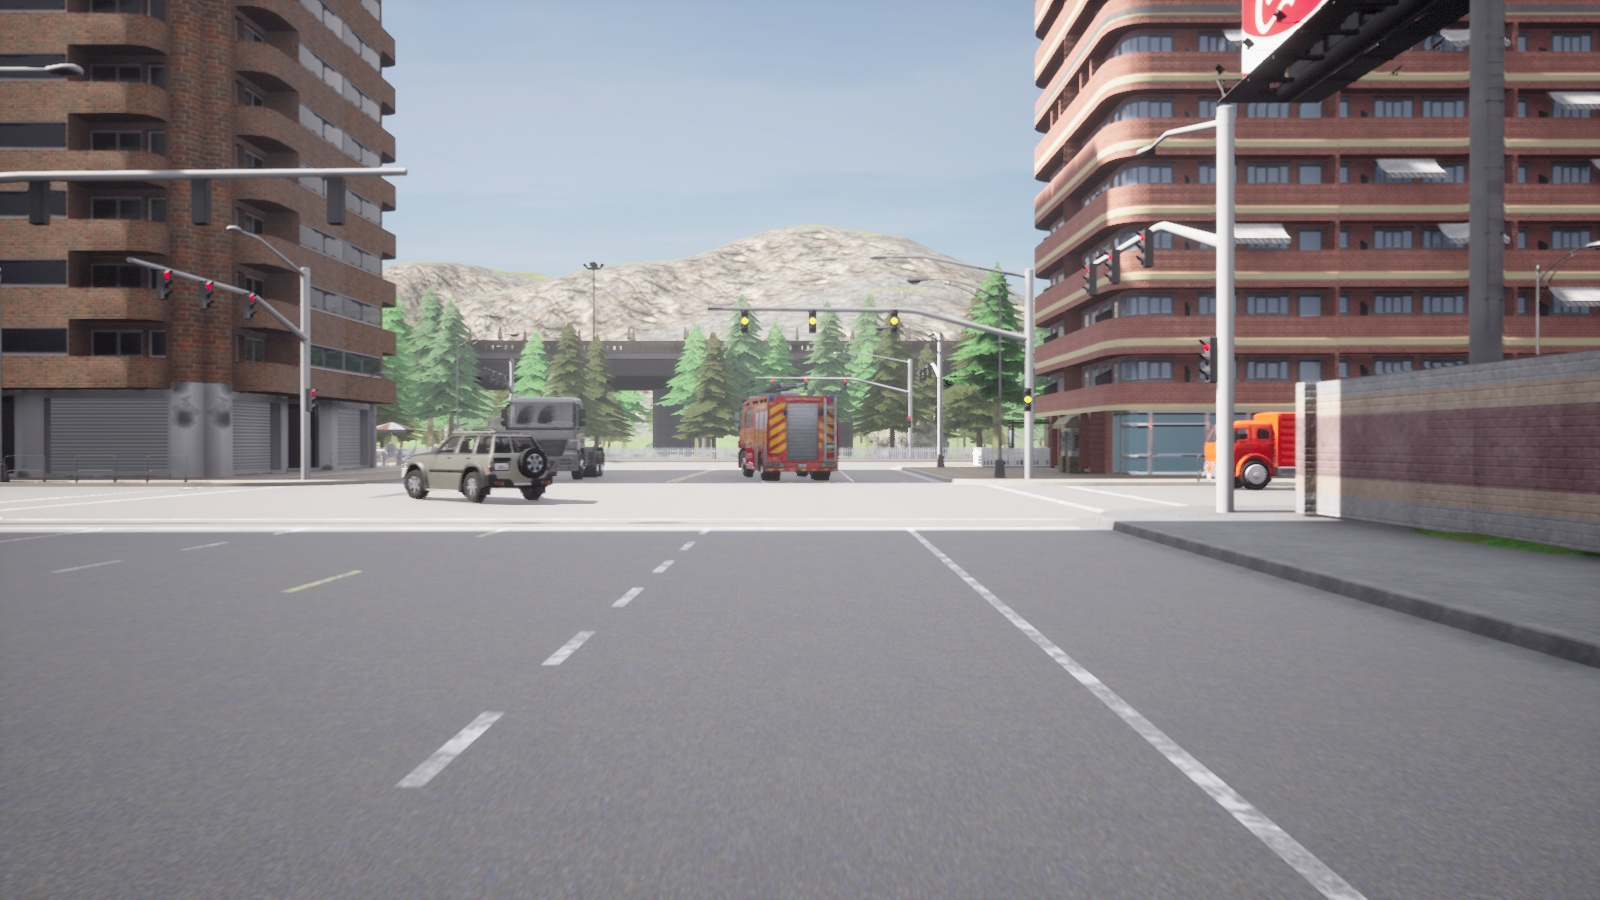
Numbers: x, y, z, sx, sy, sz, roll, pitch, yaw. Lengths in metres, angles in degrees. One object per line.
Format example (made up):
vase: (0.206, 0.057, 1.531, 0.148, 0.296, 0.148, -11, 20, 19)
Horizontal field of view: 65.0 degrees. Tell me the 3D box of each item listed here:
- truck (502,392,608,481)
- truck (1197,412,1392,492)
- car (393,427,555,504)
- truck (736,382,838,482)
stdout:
truck: (-10.180, -0.543, 53.101, 2.891, 3.462, 7.936, 0, 0, 0)
truck: (15.683, 0.046, 40.093, 5.204, 2.467, 2.627, 0, 0, 0)
car: (-8.494, 0.373, 32.518, 4.605, 1.855, 1.932, 0, 0, 44)
truck: (-0.712, -0.716, 52.765, 2.891, 3.827, 8.468, 0, 0, -11)
